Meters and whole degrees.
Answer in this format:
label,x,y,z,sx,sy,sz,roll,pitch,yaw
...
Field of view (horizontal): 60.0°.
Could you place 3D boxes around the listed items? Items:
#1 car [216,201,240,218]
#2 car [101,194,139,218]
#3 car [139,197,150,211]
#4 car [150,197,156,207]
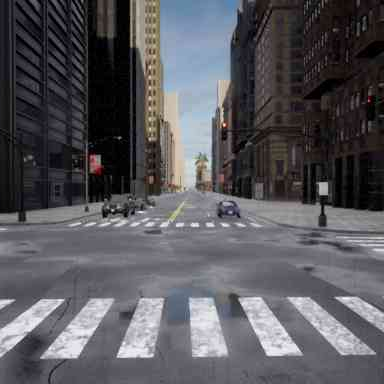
label,x,y,z,sx,sy,sz,roll,pitch,yaw
car,3.195,1.495,29.727,1.812,1.442,4.674,0,0,1
car,-6.638,1.190,30.636,2.150,2.045,5.566,0,0,0
car,-6.643,1.455,40.510,1.837,1.490,4.892,0,0,0
car,-6.663,1.495,50.777,1.994,1.385,4.181,0,0,0
